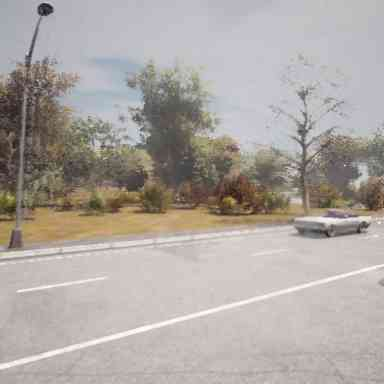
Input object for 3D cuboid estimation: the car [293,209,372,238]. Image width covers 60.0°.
[{"bbox_3d":[7.587,1.597,17.876,4.718,1.301,1.895,0,0,-35],"label":"car"}]
